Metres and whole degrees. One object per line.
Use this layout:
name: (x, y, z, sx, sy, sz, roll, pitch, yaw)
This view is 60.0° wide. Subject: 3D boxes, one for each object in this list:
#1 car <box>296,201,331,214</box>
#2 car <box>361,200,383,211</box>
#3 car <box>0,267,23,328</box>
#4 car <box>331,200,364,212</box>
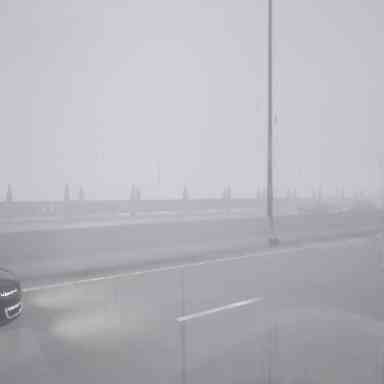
car: (12.949, 1.597, 34.384, 4.718, 1.301, 1.895, 0, 0, -35)
car: (16.984, 1.603, 28.665, 4.718, 1.301, 1.895, 0, 0, -35)
car: (-5.004, 1.499, 4.447, 4.892, 1.490, 1.837, 0, 0, -36)
car: (16.162, 1.492, 32.356, 4.902, 1.511, 2.128, 0, 0, -35)
